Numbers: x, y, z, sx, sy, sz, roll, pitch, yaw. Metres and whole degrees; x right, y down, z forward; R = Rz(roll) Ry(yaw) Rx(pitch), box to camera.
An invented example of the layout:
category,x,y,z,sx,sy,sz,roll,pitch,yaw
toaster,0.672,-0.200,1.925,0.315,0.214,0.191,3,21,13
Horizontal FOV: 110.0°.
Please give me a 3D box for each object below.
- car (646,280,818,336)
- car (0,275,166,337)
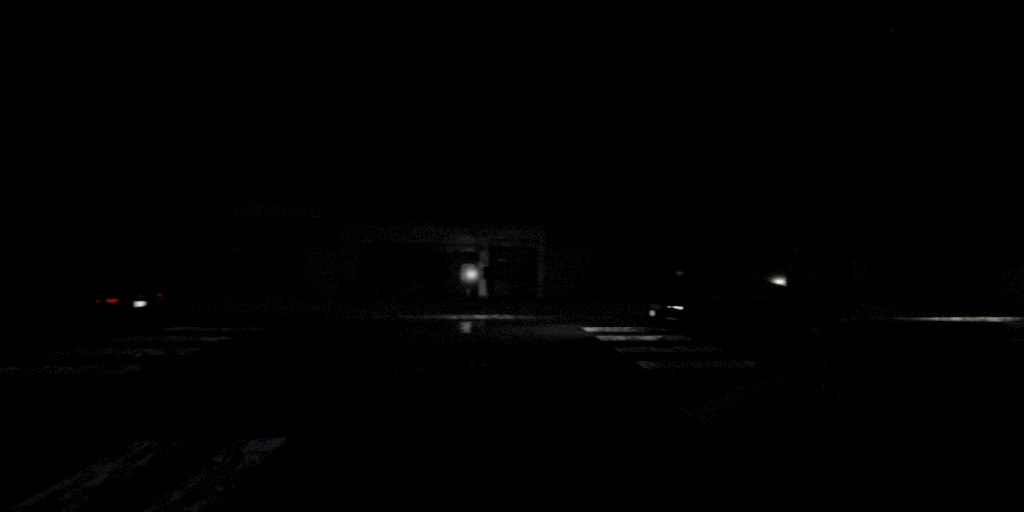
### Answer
category,x,y,z,sx,sy,sz,roll,pitch,yaw
car,6.607,1.483,10.863,4.902,1.511,2.128,1,-1,-6
car,-11.595,1.169,9.078,4.181,1.385,1.994,1,-1,-6
